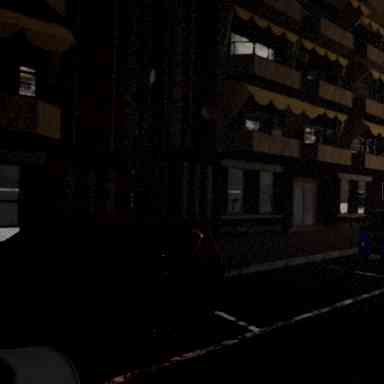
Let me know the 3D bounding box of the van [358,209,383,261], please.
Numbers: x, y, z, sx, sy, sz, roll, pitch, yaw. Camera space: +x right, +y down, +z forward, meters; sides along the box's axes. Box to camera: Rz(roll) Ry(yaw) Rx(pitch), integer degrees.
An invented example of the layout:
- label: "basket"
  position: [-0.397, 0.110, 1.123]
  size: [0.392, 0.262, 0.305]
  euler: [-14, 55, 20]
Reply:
- label: "van"
  position: [7.260, 1.452, 11.271]
  size: [3.998, 1.788, 1.690]
  euler: [1, 1, -36]

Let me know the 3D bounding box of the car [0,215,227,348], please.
- label: "car"
  position: [-1.731, 1.328, 4.834]
  size: [5.009, 1.841, 2.192]
  euler: [1, 1, -36]

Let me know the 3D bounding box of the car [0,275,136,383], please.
- label: "car"
  position: [-2.648, 1.512, 1.054]
  size: [4.674, 1.442, 1.812]
  euler: [1, 0, -36]
